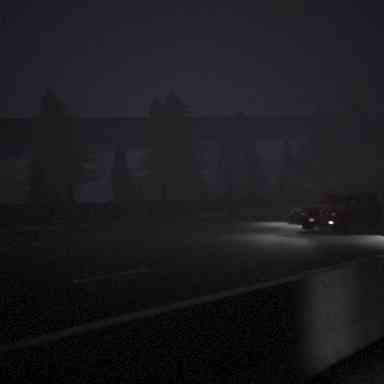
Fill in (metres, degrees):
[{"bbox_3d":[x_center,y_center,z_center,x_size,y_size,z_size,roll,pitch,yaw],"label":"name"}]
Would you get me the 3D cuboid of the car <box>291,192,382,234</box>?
[{"bbox_3d":[8.316,1.022,18.418,5.566,2.045,2.150,-1,1,-35],"label":"car"}]
